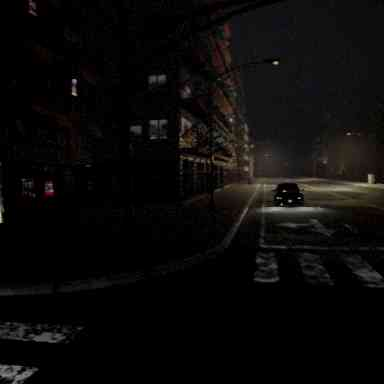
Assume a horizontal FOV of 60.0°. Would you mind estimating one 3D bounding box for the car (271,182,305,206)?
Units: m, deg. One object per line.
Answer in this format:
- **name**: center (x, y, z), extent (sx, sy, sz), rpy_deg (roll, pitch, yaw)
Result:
- **car**: center (6.652, 0.127, 23.189), extent (1.837, 1.490, 4.892), rpy_deg (-1, 5, 13)
